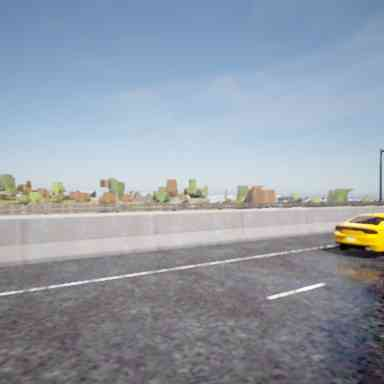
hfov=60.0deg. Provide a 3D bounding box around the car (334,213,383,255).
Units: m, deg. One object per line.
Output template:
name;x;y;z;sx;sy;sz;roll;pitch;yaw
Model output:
car;7.934;1.621;13.764;5.008;1.535;1.882;0;0;-35
